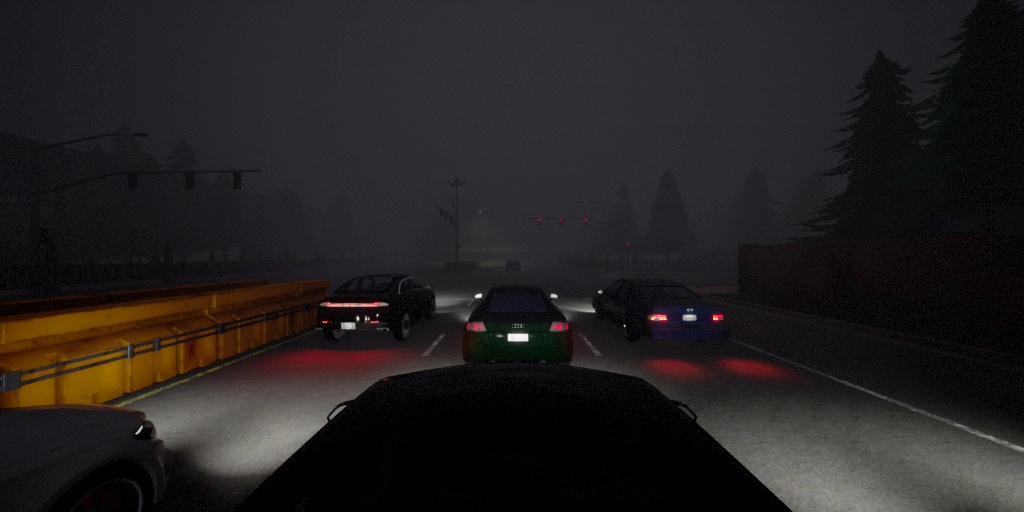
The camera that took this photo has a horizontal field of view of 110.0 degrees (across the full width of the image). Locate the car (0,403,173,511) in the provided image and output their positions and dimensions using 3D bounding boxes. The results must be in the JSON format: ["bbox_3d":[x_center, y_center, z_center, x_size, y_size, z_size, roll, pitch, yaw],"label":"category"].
[{"bbox_3d":[-3.403,1.276,0.638,1.812,1.442,4.674,0,0,0],"label":"car"}]

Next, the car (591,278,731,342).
[{"bbox_3d":[3.599,1.297,9.781,2.033,1.411,5.357,0,0,0],"label":"car"}]

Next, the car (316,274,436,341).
[{"bbox_3d":[-3.400,1.241,9.875,2.128,1.511,4.902,0,0,0],"label":"car"}]

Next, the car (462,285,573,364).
[{"bbox_3d":[0.099,1.314,7.924,1.994,1.385,4.181,0,0,0],"label":"car"}]

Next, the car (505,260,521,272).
[{"bbox_3d":[0.097,1.228,45.947,1.882,1.535,5.008,0,0,0],"label":"car"}]
